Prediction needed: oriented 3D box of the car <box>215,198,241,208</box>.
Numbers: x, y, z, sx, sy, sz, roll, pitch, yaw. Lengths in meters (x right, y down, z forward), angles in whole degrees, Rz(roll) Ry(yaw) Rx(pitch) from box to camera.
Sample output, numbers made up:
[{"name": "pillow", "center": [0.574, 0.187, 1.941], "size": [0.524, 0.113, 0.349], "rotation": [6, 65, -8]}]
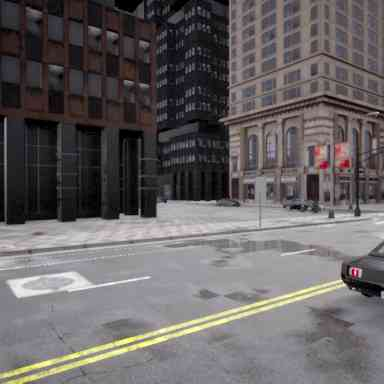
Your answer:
[{"name": "car", "center": [5.274, 1.597, 48.814], "size": [1.994, 1.385, 4.181], "rotation": [0, 0, -35]}]

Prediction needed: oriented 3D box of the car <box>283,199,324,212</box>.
[{"name": "car", "center": [12.744, 1.512, 38.244], "size": [2.128, 1.511, 4.902], "rotation": [0, 0, -35]}]

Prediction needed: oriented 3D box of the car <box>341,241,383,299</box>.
[{"name": "car", "center": [5.383, 1.599, 7.284], "size": [4.718, 1.301, 1.895], "rotation": [0, 0, -35]}]

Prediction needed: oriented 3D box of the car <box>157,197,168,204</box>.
[{"name": "car", "center": [-6.880, 1.610, 66.164], "size": [2.033, 1.411, 5.357], "rotation": [0, 0, -35]}]
